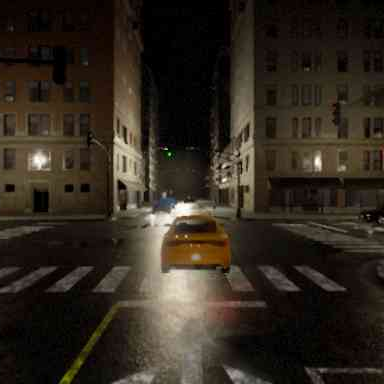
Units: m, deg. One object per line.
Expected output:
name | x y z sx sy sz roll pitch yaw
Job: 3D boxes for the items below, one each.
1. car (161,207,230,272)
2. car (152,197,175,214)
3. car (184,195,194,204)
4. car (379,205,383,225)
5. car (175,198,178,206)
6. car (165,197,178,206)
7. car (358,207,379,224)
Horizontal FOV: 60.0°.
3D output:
car | 0.099 1.474 10.831 1.882 1.535 5.008 0 0 0
car | -3.268 1.533 37.039 1.882 1.535 5.008 0 0 -1
car | -0.583 1.463 67.561 2.097 1.767 4.553 0 0 -1
car | 15.276 1.241 20.805 5.566 2.045 2.150 0 0 -1
car | -3.387 1.549 47.222 1.882 1.535 5.008 0 0 0
car | -3.453 1.638 57.811 2.033 1.411 5.357 0 0 -1
car | 14.648 1.542 24.046 4.892 1.490 1.837 0 0 -1
